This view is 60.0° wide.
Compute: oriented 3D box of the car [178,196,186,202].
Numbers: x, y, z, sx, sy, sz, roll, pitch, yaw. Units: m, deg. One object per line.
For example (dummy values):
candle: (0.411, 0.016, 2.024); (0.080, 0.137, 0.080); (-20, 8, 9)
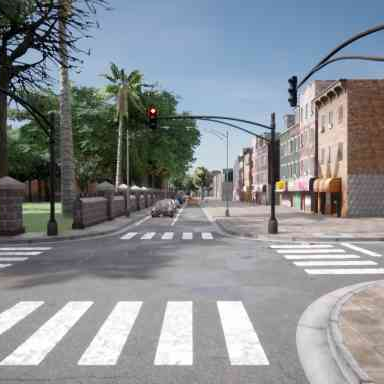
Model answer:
car: (-2.596, 1.861, 87.538); (2.008, 1.369, 4.403); (-1, 0, 0)

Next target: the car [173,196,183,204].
car: (-2.981, 1.715, 71.258); (1.837, 1.490, 4.892); (0, 0, 0)

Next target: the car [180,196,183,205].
car: (-2.616, 1.680, 47.718); (1.802, 1.307, 4.206); (0, 0, 0)

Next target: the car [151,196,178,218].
car: (-2.625, 1.481, 30.652); (1.967, 1.590, 4.097); (0, 0, 0)

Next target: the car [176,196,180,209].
car: (-2.621, 1.498, 36.340); (1.967, 1.590, 4.097); (0, 0, 0)

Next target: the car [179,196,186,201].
car: (-2.593, 1.915, 93.227); (1.947, 1.339, 4.313); (-1, 0, 0)

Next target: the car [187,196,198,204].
car: (0.132, 1.690, 68.891); (2.128, 1.511, 4.902); (0, 0, 0)

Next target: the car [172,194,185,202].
car: (-2.946, 1.402, 64.289); (2.150, 2.045, 5.566); (0, 0, 0)

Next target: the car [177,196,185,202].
car: (-2.599, 1.818, 81.849); (1.887, 1.381, 4.507); (0, 0, 0)

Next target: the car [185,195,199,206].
car: (0.131, 1.620, 57.860); (1.882, 1.535, 5.008); (0, 0, 0)
